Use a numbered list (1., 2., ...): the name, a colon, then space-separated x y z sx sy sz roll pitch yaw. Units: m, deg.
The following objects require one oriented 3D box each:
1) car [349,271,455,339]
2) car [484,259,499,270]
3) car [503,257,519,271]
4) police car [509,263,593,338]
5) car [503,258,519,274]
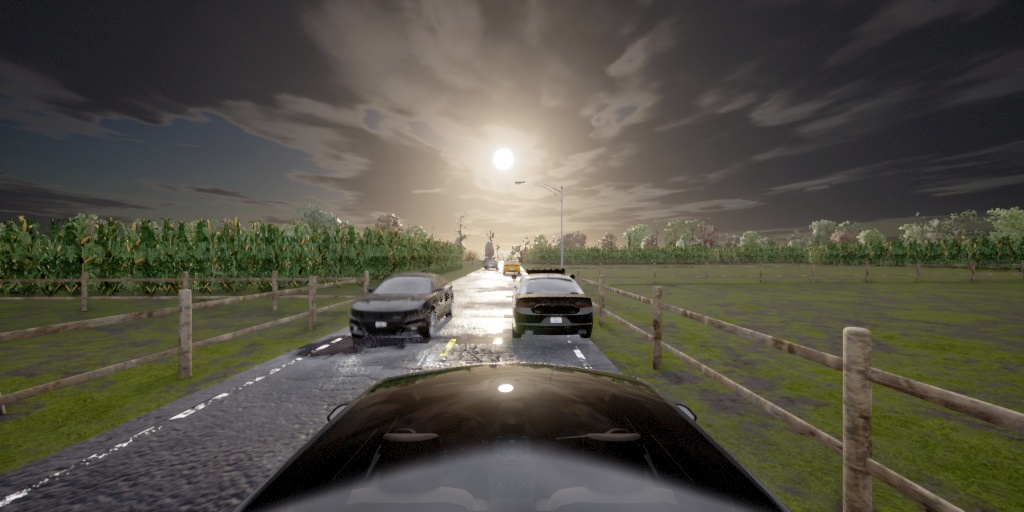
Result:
1. car: -2.870 1.227 10.332 1.882 1.535 5.008 0 0 0
2. car: -2.880 1.211 50.492 2.128 1.511 4.902 0 0 0
3. car: -0.105 1.072 50.583 2.097 1.767 4.553 0 0 0
4. police car: 0.943 1.175 10.292 1.930 1.638 5.238 0 0 0
5. car: -0.020 1.211 40.487 1.882 1.535 5.008 0 0 0
